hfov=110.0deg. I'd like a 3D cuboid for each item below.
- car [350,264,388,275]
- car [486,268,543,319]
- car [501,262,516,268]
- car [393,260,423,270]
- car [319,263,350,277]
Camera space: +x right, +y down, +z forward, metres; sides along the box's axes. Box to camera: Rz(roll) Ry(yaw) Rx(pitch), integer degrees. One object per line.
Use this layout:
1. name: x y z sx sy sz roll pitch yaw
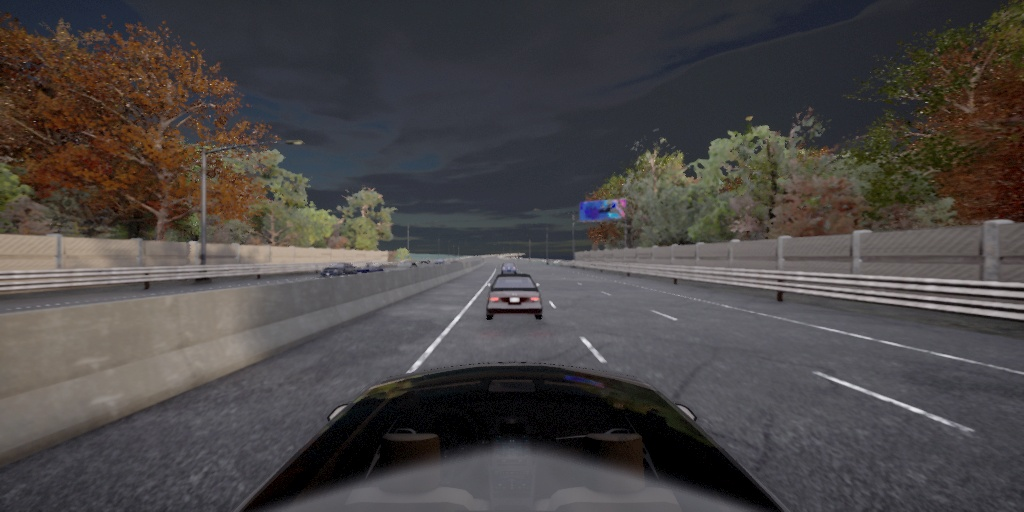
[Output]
1. car: -14.453 1.475 36.833 1.895 1.301 4.718 0 0 -1
2. car: 0.059 1.336 12.960 2.033 1.411 5.357 0 0 0
3. car: -0.383 1.435 42.692 2.033 1.411 5.357 0 0 -1
4. car: -10.960 1.379 37.251 1.837 1.490 4.892 0 0 -1
5. car: -17.966 1.425 37.565 2.033 1.411 5.357 0 0 -1
